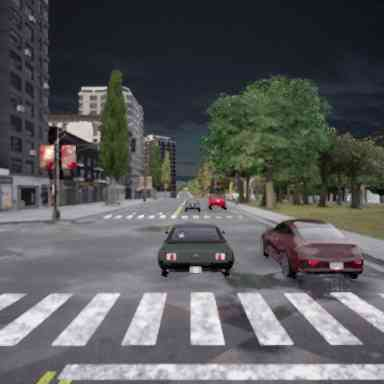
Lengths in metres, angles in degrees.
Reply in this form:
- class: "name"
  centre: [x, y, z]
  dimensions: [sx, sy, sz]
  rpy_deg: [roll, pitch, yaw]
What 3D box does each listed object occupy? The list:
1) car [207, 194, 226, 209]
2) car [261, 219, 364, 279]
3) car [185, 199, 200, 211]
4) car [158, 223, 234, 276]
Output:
- class: "car"
  centre: [3.324, 1.262, 45.007]
  dimensions: [2.150, 2.045, 5.566]
  rpy_deg: [0, 0, 0]
- class: "car"
  centre: [3.344, 1.535, 9.987]
  dimensions: [1.812, 1.442, 4.674]
  rpy_deg: [0, 0, 0]
- class: "car"
  centre: [0.077, 1.582, 40.474]
  dimensions: [2.033, 1.411, 5.357]
  rpy_deg: [0, 0, 0]
- class: "car"
  centre: [0.095, 1.611, 10.344]
  dimensions: [1.895, 1.301, 4.718]
  rpy_deg: [0, 0, 0]
